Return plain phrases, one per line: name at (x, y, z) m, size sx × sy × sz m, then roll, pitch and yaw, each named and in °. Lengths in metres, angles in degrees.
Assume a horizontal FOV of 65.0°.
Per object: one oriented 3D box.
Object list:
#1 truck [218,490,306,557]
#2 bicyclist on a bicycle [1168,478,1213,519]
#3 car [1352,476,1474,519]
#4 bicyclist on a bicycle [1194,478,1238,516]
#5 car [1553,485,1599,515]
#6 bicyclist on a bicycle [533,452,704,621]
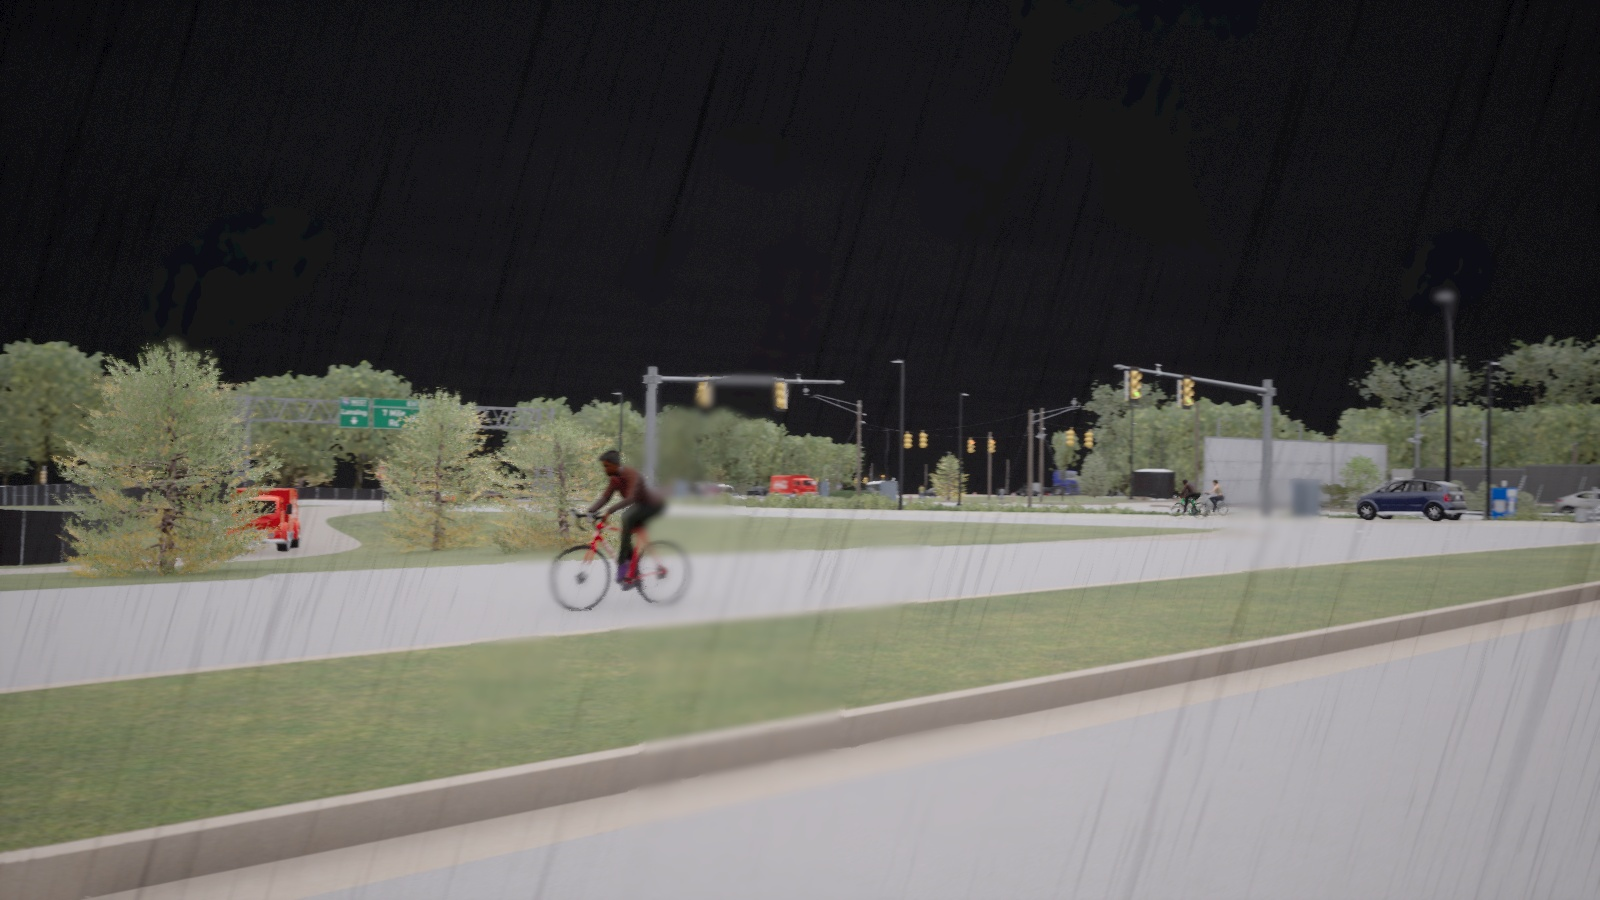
truck at (-21.067, 2.810, 49.414) m, size 2.627 × 2.467 × 5.204 m, roll 1°, pitch -2°, yaw -17°
bicyclist on a bicycle at (15.763, 1.942, 50.681) m, size 0.582 × 1.620 × 1.656 m, roll 1°, pitch -2°, yaw -39°
car at (23.047, 1.807, 47.310) m, size 1.789 × 1.549 × 3.705 m, roll 1°, pitch -3°, yaw -39°
bicyclist on a bicycle at (17.793, 2.004, 53.719) m, size 0.866 × 1.612 × 1.509 m, roll 1°, pitch -2°, yaw -39°
car at (45.007, 2.762, 69.760) m, size 2.152 × 1.651 × 5.027 m, roll 1°, pitch -2°, yaw -41°
bicyclist on a bicycle at (-1.832, 0.834, 12.815) m, size 1.656 × 1.620 × 0.582 m, roll 0°, pitch 0°, yaw -38°
